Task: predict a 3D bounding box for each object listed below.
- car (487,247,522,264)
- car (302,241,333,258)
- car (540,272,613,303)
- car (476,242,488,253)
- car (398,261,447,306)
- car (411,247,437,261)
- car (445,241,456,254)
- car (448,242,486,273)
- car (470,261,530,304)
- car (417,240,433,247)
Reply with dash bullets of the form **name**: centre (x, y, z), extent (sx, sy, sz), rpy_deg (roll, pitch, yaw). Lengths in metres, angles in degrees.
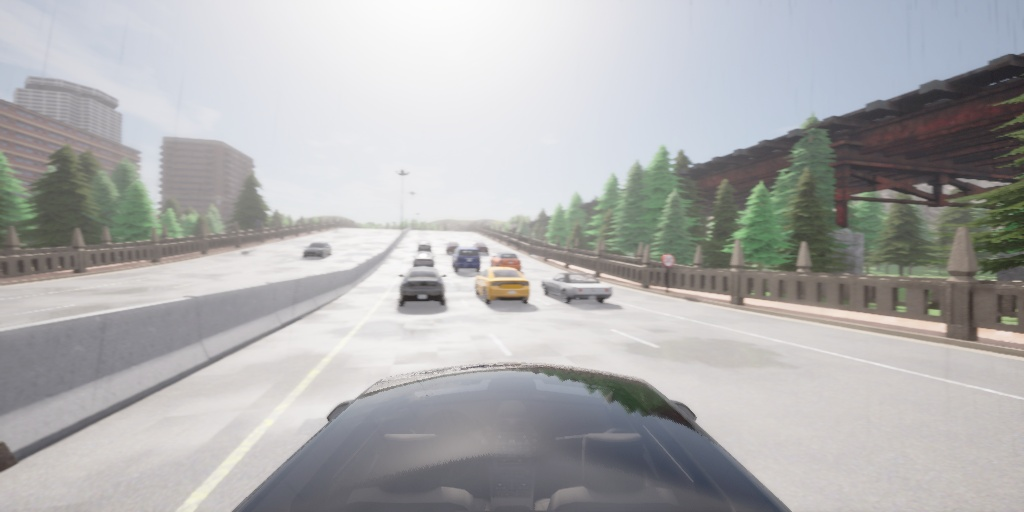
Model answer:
- **car**: centre (-0.599, 0.386, 31.802), extent (2.097, 1.767, 4.553), rpy_deg (1, 4, -13)
- **car**: centre (-19.745, -0.665, 36.563), extent (1.837, 1.490, 4.892), rpy_deg (1, 6, -13)
- **car**: centre (2.895, 1.433, 17.360), extent (1.895, 1.301, 4.718), rpy_deg (1, 1, -14)
- **car**: centre (-4.096, -1.096, 46.390), extent (1.812, 1.442, 4.674), rpy_deg (1, 7, -14)
- **car**: centre (-3.940, 1.226, 15.865), extent (1.837, 1.490, 4.892), rpy_deg (1, 2, -14)
- **car**: centre (-7.452, 0.404, 30.363), extent (2.128, 1.511, 4.902), rpy_deg (1, 5, -13)
- **car**: centre (-7.498, -1.150, 45.569), extent (1.812, 1.442, 4.674), rpy_deg (1, 7, -14)
- **car**: centre (-3.982, 0.204, 30.909), extent (2.150, 2.045, 5.566), rpy_deg (1, 5, -14)
- **car**: centre (-0.579, 1.246, 16.859), extent (1.882, 1.535, 5.008), rpy_deg (1, 1, -14)
- **car**: centre (-10.900, -1.238, 44.750), extent (2.128, 1.511, 4.902), rpy_deg (1, 7, -14)
